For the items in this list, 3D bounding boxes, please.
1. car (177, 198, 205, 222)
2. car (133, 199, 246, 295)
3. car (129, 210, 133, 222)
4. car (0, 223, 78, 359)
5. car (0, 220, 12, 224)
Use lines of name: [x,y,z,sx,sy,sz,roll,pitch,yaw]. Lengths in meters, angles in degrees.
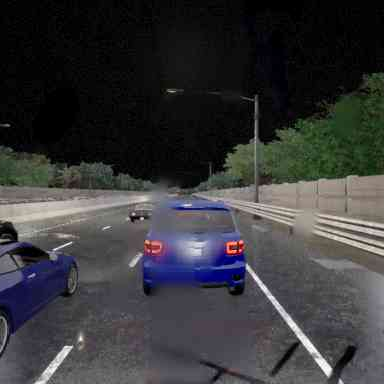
car: [-0.136,1.383,27.488,2.097,1.767,4.553,0,0,-1]
car: [0.023,1.227,8.871,2.150,2.045,5.566,0,0,0]
car: [-3.629,1.629,26.185,1.895,1.301,4.718,0,0,-1]
car: [-3.459,1.529,5.636,1.812,1.442,4.674,0,0,-1]
car: [-6.977,1.227,8.961,2.150,2.045,5.566,0,0,-1]
